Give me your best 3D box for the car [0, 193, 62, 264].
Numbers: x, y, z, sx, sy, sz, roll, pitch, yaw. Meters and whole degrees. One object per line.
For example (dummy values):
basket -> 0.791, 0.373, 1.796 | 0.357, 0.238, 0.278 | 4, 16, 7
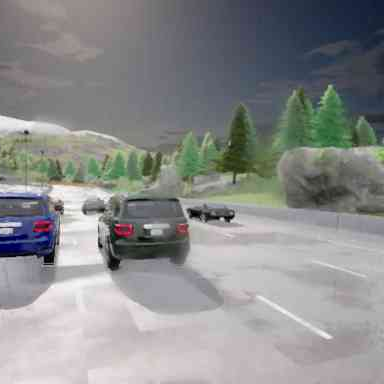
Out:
car -> -5.503, 1.022, 10.734 | 2.150, 2.045, 5.566 | 0, 1, -20

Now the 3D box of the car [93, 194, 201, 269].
car -> -1.813, 1.065, 10.842 | 2.150, 2.045, 5.566 | 0, 1, -20

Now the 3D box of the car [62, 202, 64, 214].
car -> -12.253, 1.201, 29.062 | 1.895, 1.301, 4.718 | 0, 0, -20

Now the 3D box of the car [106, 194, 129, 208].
car -> -9.207, 1.054, 41.051 | 2.128, 1.511, 4.902 | 0, 0, -20

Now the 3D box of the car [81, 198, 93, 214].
car -> -9.019, 1.190, 30.406 | 1.994, 1.385, 4.181 | 0, 0, -20

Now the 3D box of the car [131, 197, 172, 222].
car -> -3.079, 1.201, 24.403 | 1.882, 1.535, 5.008 | 0, 0, -20

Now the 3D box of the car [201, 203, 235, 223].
car -> 1.118, 1.377, 23.133 | 1.895, 1.301, 4.718 | 0, 0, -20
